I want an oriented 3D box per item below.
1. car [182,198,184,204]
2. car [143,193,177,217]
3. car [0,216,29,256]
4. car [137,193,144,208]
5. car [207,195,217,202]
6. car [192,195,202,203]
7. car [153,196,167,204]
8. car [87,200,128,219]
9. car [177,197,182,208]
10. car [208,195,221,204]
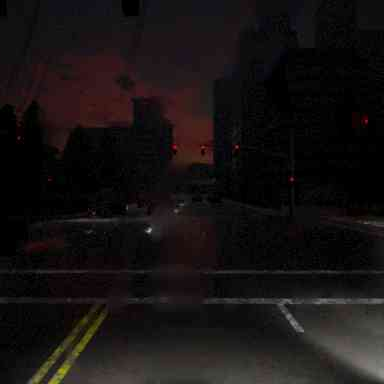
[{"bbox_3d":[-2.575,1.563,63.429,1.994,1.385,4.181,0,0,1],"label":"car"},{"bbox_3d":[-2.920,1.221,31.781,2.150,2.045,5.566,0,0,1],"label":"car"},{"bbox_3d":[-7.036,1.477,10.331,1.882,1.535,5.008,0,0,1],"label":"car"},{"bbox_3d":[-6.278,1.221,46.824,2.150,2.045,5.566,0,0,1],"label":"car"},{"bbox_3d":[4.606,1.477,77.185,1.882,1.535,5.008,0,0,1],"label":"car"},{"bbox_3d":[1.015,1.351,67.479,2.097,1.767,4.553,0,0,1],"label":"car"},{"bbox_3d":[-6.067,1.491,63.824,2.128,1.511,4.902,0,0,1],"label":"car"},{"bbox_3d":[-7.360,1.505,29.557,1.837,1.490,4.892,1,0,16],"label":"car"},{"bbox_3d":[-2.780,1.600,46.546,1.895,1.301,4.718,0,0,1],"label":"car"},{"bbox_3d":[4.579,1.547,63.506,2.033,1.411,5.357,0,0,1],"label":"car"}]
